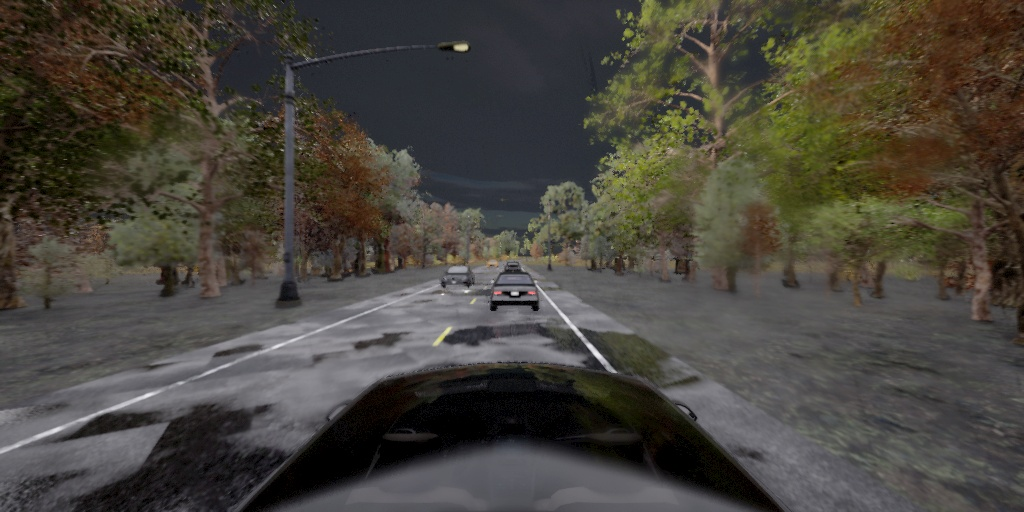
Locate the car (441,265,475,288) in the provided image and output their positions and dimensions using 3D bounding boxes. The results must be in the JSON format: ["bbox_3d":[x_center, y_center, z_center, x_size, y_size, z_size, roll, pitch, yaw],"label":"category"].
[{"bbox_3d":[-3.602,1.366,24.567,1.812,1.442,4.674,0,0,0],"label":"car"}]

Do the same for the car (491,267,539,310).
[{"bbox_3d":[0.096,1.351,14.879,2.033,1.411,5.357,0,0,0],"label":"car"}]

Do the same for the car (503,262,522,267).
[{"bbox_3d":[0.087,1.409,40.989,1.837,1.490,4.892,0,0,0],"label":"car"}]
